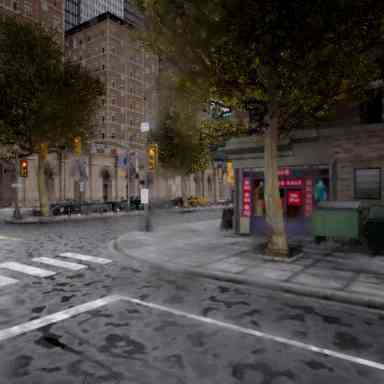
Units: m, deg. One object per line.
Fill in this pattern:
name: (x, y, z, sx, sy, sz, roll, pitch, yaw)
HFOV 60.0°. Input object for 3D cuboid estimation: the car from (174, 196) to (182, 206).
car: (-1.780, 1.470, 54.134, 1.882, 1.535, 5.008, 0, 0, 36)

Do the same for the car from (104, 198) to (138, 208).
car: (-10.172, 1.587, 47.925, 1.895, 1.301, 4.718, 0, 0, 36)

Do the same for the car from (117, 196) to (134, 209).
car: (-7.899, 1.344, 45.690, 2.097, 1.767, 4.553, 0, 0, 36)

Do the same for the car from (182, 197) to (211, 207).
car: (1.077, 1.471, 52.106, 1.882, 1.535, 5.008, 0, 0, 36)

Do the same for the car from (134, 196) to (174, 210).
car: (-4.932, 1.498, 43.818, 1.837, 1.490, 4.892, 0, 0, 36)

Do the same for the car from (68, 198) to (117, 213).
car: (-10.663, 1.557, 35.893, 1.994, 1.385, 4.181, 0, 0, 36)

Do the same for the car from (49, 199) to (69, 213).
car: (-13.845, 1.497, 37.466, 1.837, 1.490, 4.892, 0, 0, 36)
